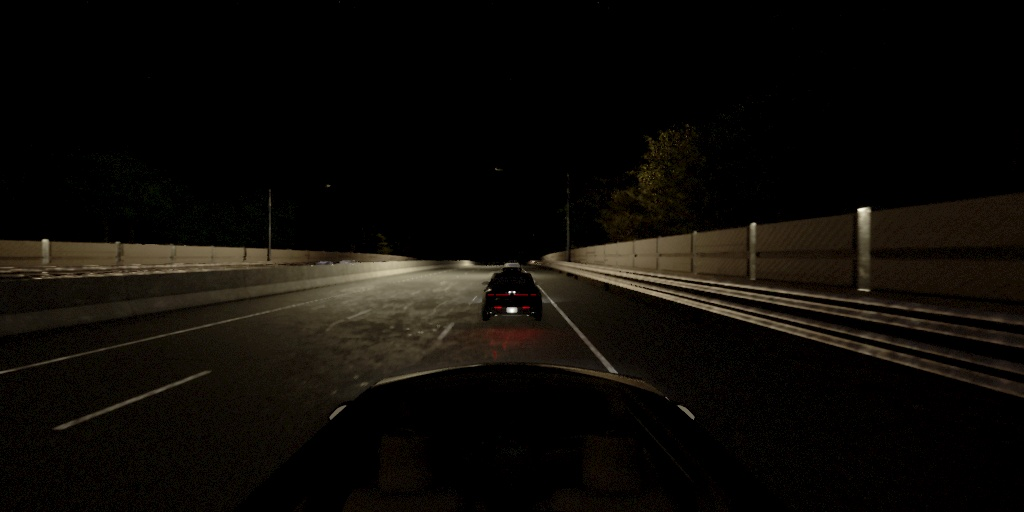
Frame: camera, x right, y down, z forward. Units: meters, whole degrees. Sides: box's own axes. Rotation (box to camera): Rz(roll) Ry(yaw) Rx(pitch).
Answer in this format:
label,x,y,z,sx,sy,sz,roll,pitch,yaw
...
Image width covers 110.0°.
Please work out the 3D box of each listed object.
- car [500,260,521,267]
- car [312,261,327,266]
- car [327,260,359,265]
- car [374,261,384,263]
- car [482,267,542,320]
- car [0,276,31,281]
label,x,y,z,sx,sy,sz,roll,pitch,yaw
car,0.002,1.361,36.246,1.895,1.301,4.718,0,0,0
car,-24.572,1.364,47.000,1.994,1.385,4.181,0,0,0
car,-21.081,1.285,45.959,2.128,1.511,4.902,0,0,0
car,-17.574,1.366,47.223,1.994,1.385,4.181,0,0,0
car,0.000,1.300,12.561,1.837,1.490,4.892,0,0,0
car,-17.583,1.354,11.632,1.895,1.301,4.718,0,0,0
